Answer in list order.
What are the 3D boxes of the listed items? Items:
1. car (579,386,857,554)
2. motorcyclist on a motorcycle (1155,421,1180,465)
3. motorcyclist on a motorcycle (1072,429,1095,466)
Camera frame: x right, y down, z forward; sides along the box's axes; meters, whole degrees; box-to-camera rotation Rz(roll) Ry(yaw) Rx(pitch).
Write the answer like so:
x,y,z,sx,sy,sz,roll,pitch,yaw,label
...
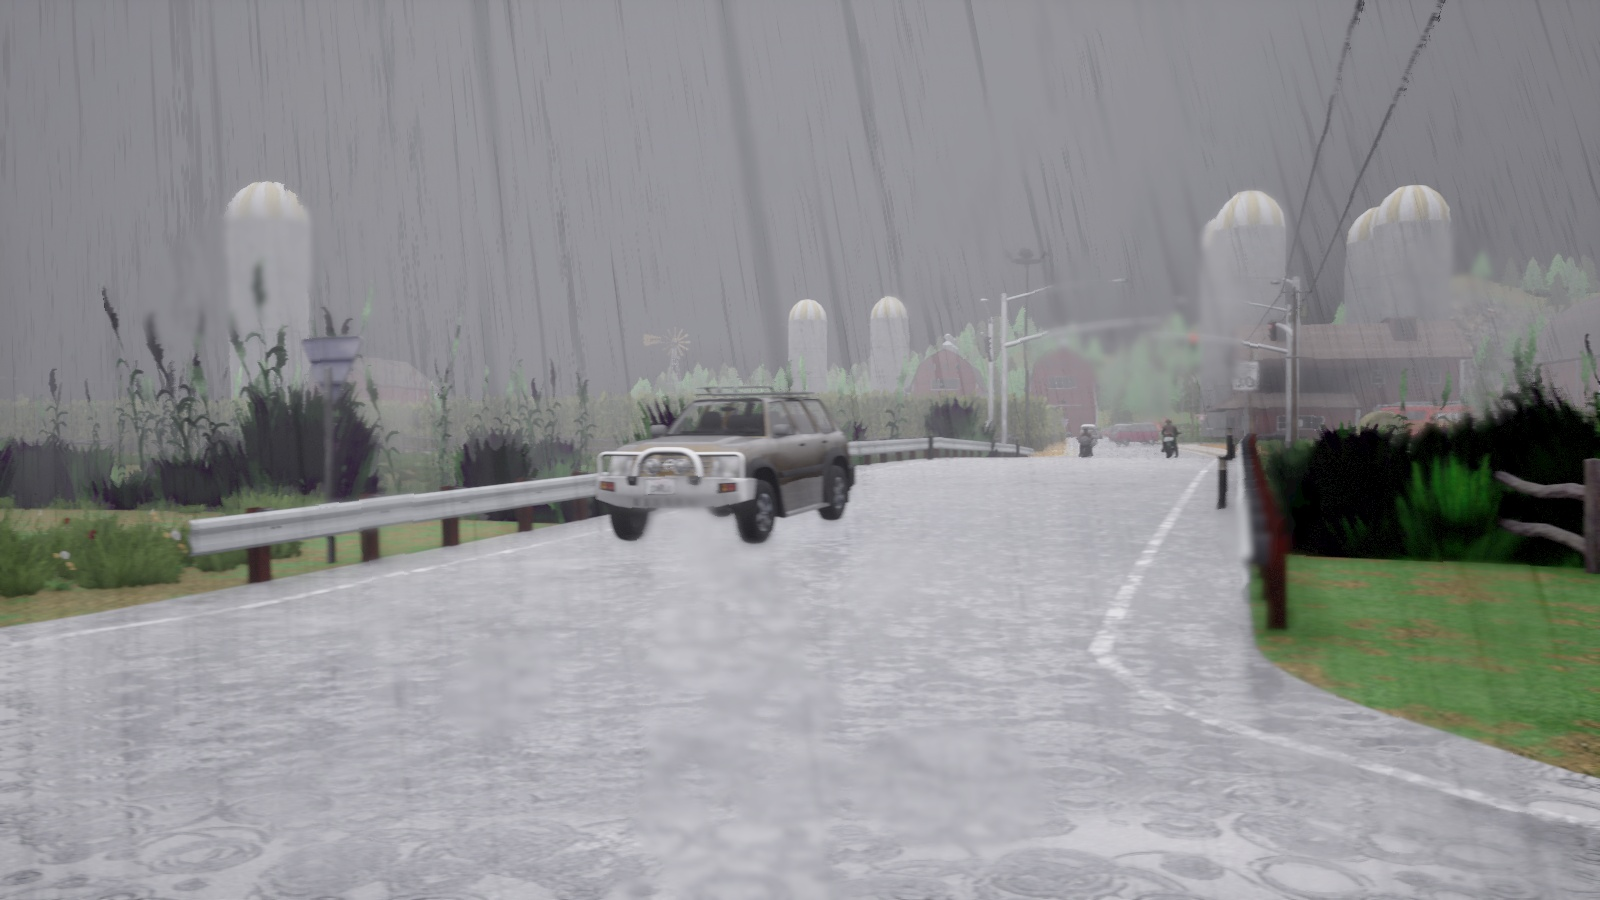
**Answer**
x,y,z,sx,sy,sz,roll,pitch,yaw,label
-0.864,0.109,16.372,1.932,1.855,4.605,1,3,20,car
13.540,-0.253,46.268,0.797,1.523,2.044,1,-2,18,motorcyclist on a motorcycle
11.978,-0.088,52.999,0.797,1.523,2.044,0,-1,17,motorcyclist on a motorcycle
